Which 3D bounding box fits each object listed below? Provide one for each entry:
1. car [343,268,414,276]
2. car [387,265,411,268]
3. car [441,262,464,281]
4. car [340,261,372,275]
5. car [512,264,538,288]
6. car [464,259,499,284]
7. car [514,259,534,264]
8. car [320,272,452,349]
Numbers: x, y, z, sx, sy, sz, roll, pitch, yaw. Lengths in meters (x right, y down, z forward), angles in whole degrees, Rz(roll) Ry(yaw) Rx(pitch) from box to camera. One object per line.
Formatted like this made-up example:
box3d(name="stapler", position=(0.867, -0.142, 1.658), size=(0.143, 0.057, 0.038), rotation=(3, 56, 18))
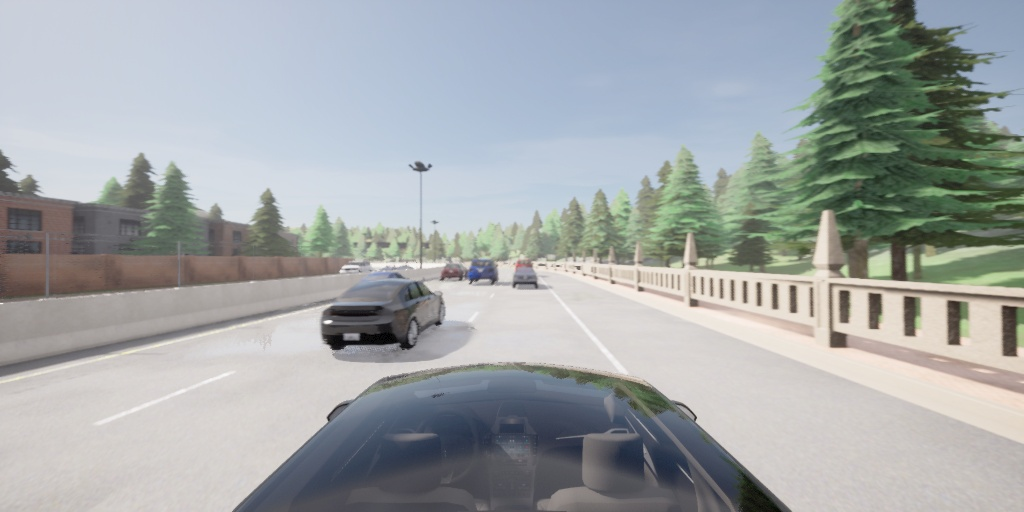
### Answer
box3d(name="car", position=(-6.315, 1.507, 18.051), size=(1.812, 1.442, 4.674), rotation=(0, -1, 2))
box3d(name="car", position=(-12.797, 1.828, 42.420), size=(1.812, 1.442, 4.674), rotation=(0, -1, 1))
box3d(name="car", position=(-5.722, 1.527, 36.203), size=(2.097, 1.767, 4.553), rotation=(0, -1, 2))
box3d(name="car", position=(-19.741, 1.619, 45.694), size=(2.150, 2.045, 5.566), rotation=(0, -1, 0))
box3d(name="car", position=(0.973, 1.563, 26.673), size=(2.033, 1.411, 5.357), rotation=(0, -1, 2))
box3d(name="car", position=(-2.389, 1.312, 30.960), size=(2.150, 2.045, 5.566), rotation=(0, -1, 2))
box3d(name="car", position=(1.414, 1.416, 43.095), size=(2.150, 2.045, 5.566), rotation=(0, 0, 1))
box3d(name="car", position=(-3.094, 1.367, 9.513), size=(1.837, 1.490, 4.892), rotation=(0, 0, 2))
